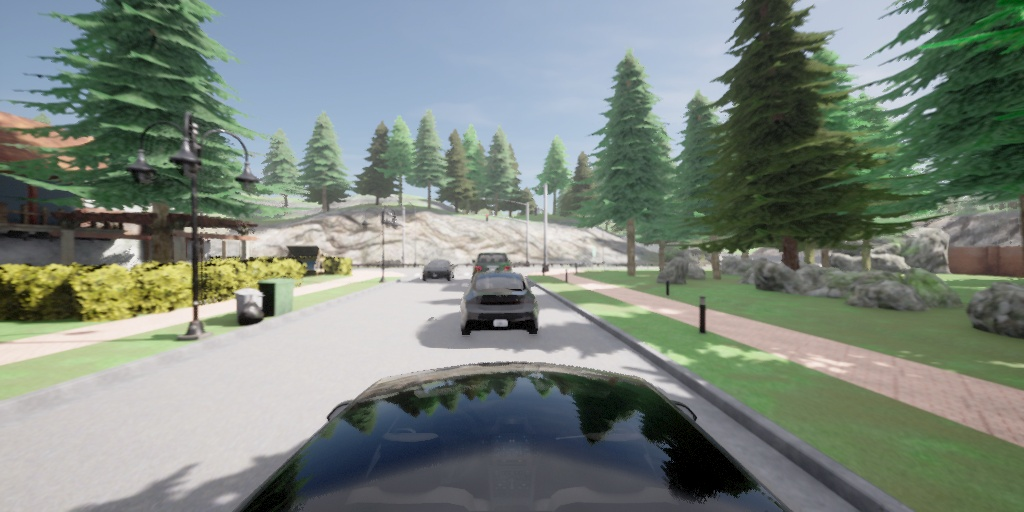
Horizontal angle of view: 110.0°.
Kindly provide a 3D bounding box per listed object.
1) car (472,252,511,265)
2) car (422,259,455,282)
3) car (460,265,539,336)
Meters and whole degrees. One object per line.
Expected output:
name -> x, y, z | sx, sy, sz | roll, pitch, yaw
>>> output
car -> -1.195, 0.771, 21.232 | 2.150, 2.045, 5.566 | 0, 1, -5
car -> -5.202, 0.987, 25.871 | 1.882, 1.535, 5.008 | 0, 0, -4
car -> -0.383, 1.168, 10.072 | 1.837, 1.490, 4.892 | 0, 0, -3
